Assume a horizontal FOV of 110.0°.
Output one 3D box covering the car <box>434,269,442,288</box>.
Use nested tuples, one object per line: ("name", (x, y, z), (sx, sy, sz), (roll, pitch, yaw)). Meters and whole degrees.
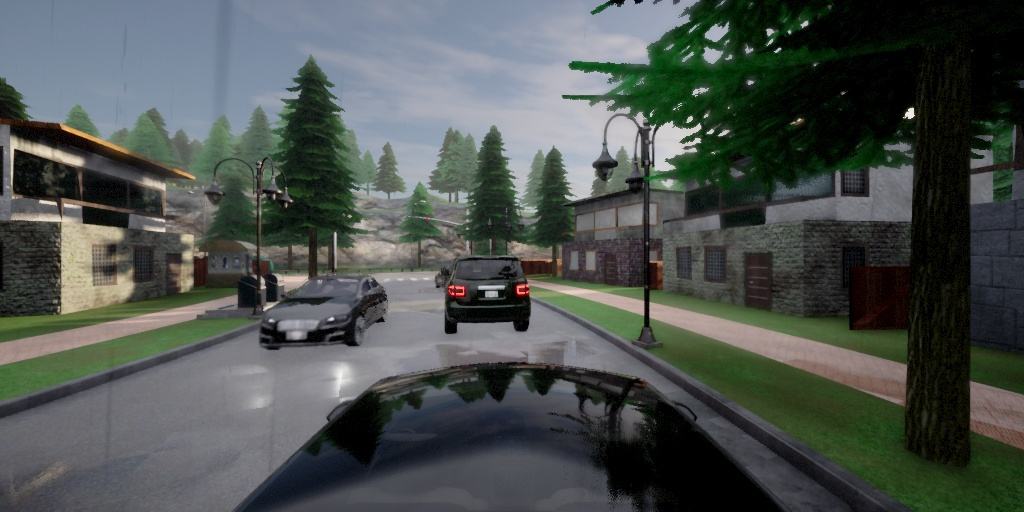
("car", (-3.324, 1.297, 21.098), (2.033, 1.411, 5.357), (0, 0, -21))

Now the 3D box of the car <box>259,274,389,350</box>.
("car", (-4.462, 1.241, 9.231), (2.128, 1.511, 4.902), (0, 0, -9))

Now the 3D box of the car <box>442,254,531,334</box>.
("car", (-0.937, 0.971, 10.895), (2.150, 2.045, 5.566), (0, 0, -10))
